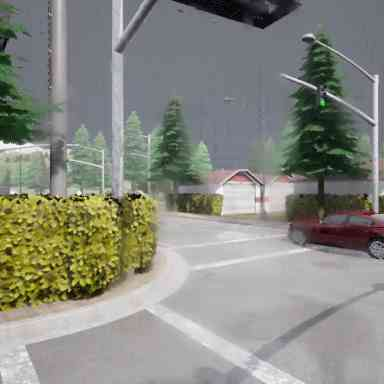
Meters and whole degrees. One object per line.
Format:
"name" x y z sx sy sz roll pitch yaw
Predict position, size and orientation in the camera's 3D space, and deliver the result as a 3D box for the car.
"car" 5.949 1.438 12.472 1.882 1.535 5.008 0 1 -36
